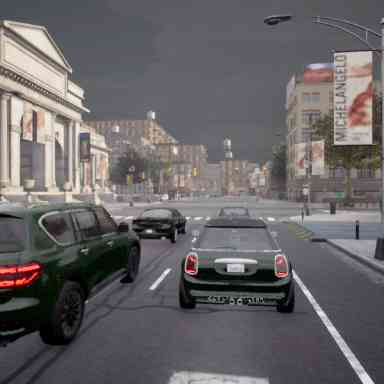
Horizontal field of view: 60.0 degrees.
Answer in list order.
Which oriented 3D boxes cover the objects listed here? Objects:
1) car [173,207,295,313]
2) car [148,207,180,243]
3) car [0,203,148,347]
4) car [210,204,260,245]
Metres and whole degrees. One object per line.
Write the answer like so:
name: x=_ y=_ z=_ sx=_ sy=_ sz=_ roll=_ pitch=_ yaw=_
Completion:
car: x=1.015 y=1.352 z=7.930 sx=2.097 sy=1.767 sz=4.553 roll=0 pitch=0 yaw=7
car: x=-1.447 y=1.478 z=16.237 sx=1.882 sy=1.535 sz=5.008 roll=0 pitch=0 yaw=8
car: x=-2.664 y=1.215 z=6.571 sx=2.150 sy=2.045 sz=5.566 roll=0 pitch=-1 yaw=6
car: x=2.149 y=1.489 z=16.779 sx=2.128 sy=1.511 sz=4.902 roll=0 pitch=0 yaw=7
